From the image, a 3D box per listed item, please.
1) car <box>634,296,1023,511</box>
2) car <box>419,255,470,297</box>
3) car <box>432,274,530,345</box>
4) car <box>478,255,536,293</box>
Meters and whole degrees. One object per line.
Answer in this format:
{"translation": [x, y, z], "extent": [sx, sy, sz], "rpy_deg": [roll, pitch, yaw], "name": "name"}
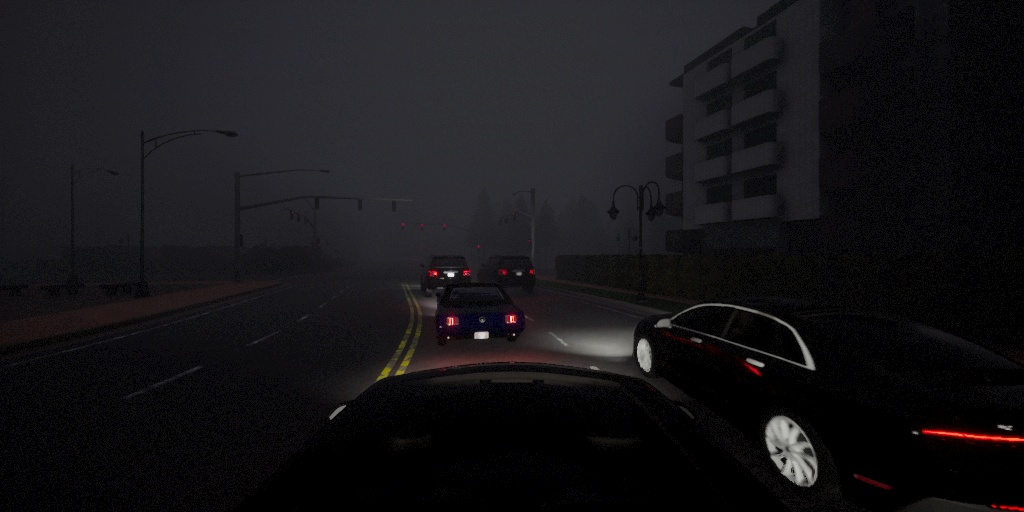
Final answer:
{"translation": [3.162, 1.256, 4.468], "extent": [1.837, 1.490, 4.892], "rpy_deg": [0, 0, -3], "name": "car"}
{"translation": [-3.613, 0.971, 19.013], "extent": [2.150, 2.045, 5.566], "rpy_deg": [0, 0, -18], "name": "car"}
{"translation": [-1.078, 1.351, 9.579], "extent": [1.895, 1.301, 4.718], "rpy_deg": [0, 0, -12], "name": "car"}
{"translation": [-0.440, 0.972, 20.459], "extent": [2.150, 2.045, 5.566], "rpy_deg": [0, 0, -17], "name": "car"}
